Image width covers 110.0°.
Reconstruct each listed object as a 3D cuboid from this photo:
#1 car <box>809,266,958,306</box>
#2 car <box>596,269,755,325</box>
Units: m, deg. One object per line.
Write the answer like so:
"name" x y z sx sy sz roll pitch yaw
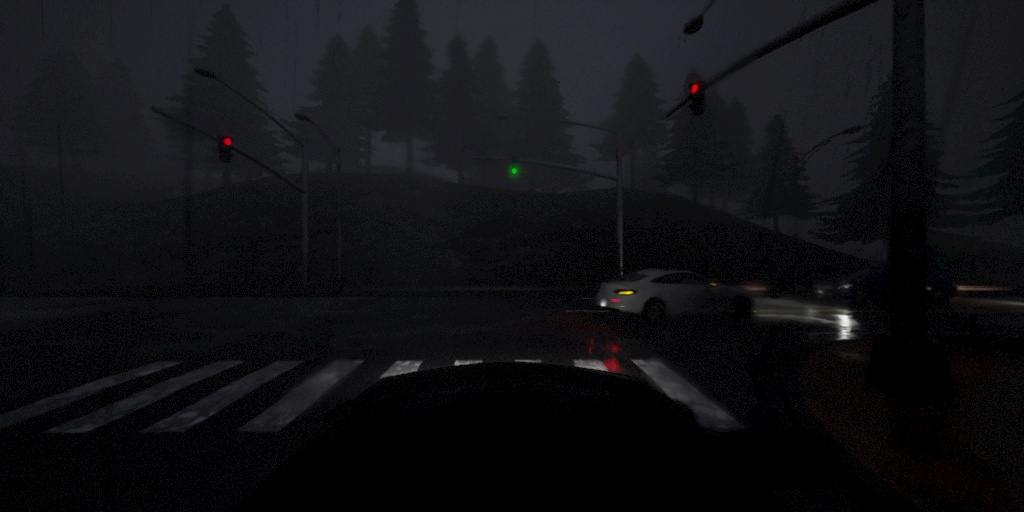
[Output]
"car" 14.233 1.106 13.844 4.674 1.442 1.812 0 0 0
"car" 4.804 1.103 10.653 4.674 1.442 1.812 0 -2 -15
